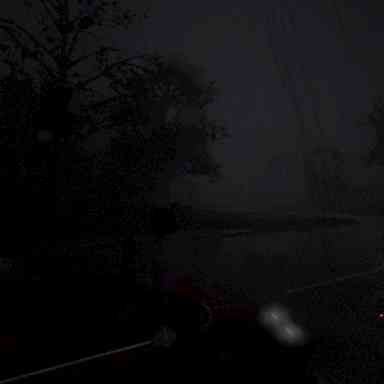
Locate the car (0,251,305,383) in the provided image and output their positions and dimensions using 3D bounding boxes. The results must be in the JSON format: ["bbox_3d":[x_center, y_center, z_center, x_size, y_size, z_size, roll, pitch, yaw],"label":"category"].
[{"bbox_3d":[-1.053,1.355,2.962,4.553,1.767,2.097,0,0,-36],"label":"car"}]
